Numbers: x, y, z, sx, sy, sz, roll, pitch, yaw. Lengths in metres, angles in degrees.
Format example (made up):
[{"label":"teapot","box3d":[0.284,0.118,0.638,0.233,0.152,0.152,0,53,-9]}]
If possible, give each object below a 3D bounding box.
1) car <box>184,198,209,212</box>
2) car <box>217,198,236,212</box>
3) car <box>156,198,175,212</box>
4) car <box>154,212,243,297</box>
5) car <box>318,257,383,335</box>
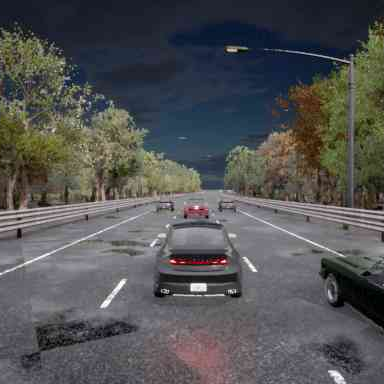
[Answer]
[{"label":"car","box3d":[0.355,1.344,29.500,2.097,1.767,4.553,0,0,0]},{"label":"car","box3d":[4.007,1.479,38.668,2.128,1.511,4.902,0,0,1]},{"label":"car","box3d":[-2.998,1.479,38.530,2.128,1.511,4.902,0,0,1]},{"label":"car","box3d":[0.133,1.503,8.532,1.837,1.490,4.892,0,0,0]},{"label":"car","box3d":[3.614,1.600,4.996,1.895,1.301,4.718,0,0,0]}]
